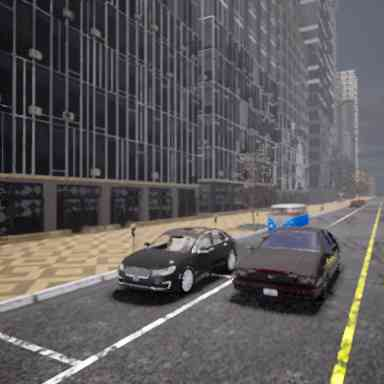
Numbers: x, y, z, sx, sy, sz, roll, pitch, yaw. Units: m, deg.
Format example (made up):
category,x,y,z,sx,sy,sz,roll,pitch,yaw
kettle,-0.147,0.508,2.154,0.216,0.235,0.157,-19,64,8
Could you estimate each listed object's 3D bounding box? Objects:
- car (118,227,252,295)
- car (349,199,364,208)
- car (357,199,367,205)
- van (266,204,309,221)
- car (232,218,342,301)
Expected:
category,x,y,z,sx,sy,sz,roll,pitch,yaw
car,-0.134,1.682,9.151,2.008,1.369,4.403,-1,-1,30
car,31.112,2.266,63.415,1.887,1.381,4.507,0,-1,30
car,42.473,2.476,83.148,1.947,1.339,4.313,0,-1,30
van,5.546,1.589,19.019,1.690,1.788,3.998,-1,-1,30
car,2.909,1.670,9.048,2.033,1.411,5.357,-1,-1,30
